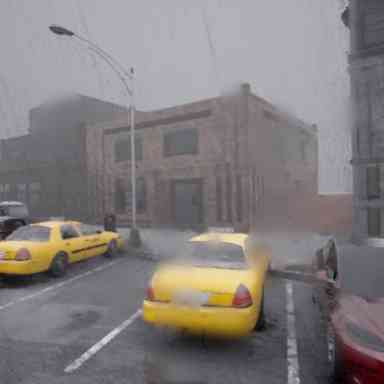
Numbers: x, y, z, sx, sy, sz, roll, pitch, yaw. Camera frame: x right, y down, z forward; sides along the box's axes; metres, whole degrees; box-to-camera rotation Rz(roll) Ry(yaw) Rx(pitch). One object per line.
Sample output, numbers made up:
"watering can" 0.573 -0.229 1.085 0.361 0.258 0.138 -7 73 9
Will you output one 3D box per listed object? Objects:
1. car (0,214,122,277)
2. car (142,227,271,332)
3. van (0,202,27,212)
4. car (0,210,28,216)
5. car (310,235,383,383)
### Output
"car" -4.087 1.563 10.580 1.946 1.575 5.366 0 -1 15
"car" 0.684 1.513 7.176 1.946 1.575 5.366 0 -1 16
"van" -8.945 1.386 13.692 1.878 1.987 4.442 0 -1 15
"car" -6.522 1.618 12.132 2.163 1.488 4.792 0 -1 15
"car" 3.010 1.519 5.262 2.163 1.488 4.792 0 -1 16
